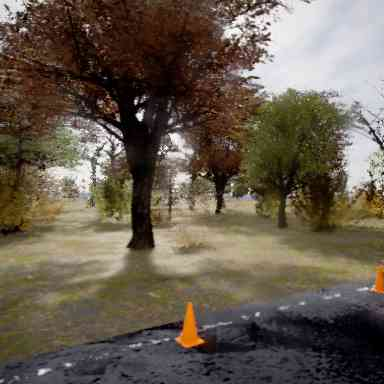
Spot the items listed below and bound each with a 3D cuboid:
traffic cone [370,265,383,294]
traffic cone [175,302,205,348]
[{"bbox_3d":[4.373,1.996,7.703,0.340,0.580,0.340,0,0,-29],"label":"traffic cone"},{"bbox_3d":[-0.028,1.966,5.041,0.340,0.580,0.340,0,0,-33],"label":"traffic cone"}]
